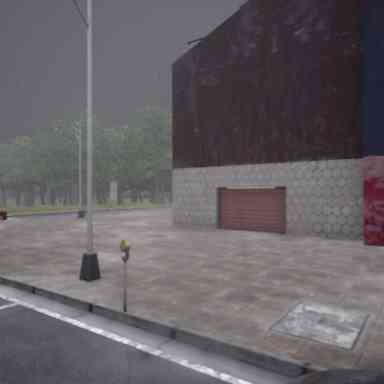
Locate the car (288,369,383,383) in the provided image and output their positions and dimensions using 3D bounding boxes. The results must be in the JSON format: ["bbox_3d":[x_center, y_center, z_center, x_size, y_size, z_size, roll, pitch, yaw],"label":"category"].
[{"bbox_3d":[2.282,1.544,1.179,4.403,1.369,2.008,0,0,36],"label":"car"}]

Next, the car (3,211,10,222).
[{"bbox_3d":[-15.172,1.612,22.728,1.895,1.301,4.718,0,0,36],"label":"car"}]

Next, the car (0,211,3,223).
[{"bbox_3d":[-6.743,1.362,7.629,5.009,1.841,2.192,0,0,36],"label":"car"}]
